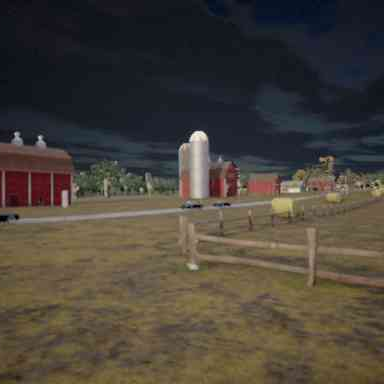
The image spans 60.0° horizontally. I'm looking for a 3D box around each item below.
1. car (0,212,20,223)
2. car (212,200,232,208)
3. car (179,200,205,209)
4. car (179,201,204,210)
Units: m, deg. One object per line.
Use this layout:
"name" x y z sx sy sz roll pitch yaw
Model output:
"car" -17.949 2.167 29.462 1.895 1.301 4.718 -1 -2 35
"car" 5.717 2.232 62.968 1.895 1.301 4.718 -1 0 35
"car" 0.087 2.258 59.764 2.033 1.411 5.357 -1 0 35
"car" 0.032 2.268 54.821 1.895 1.301 4.718 -1 0 36
